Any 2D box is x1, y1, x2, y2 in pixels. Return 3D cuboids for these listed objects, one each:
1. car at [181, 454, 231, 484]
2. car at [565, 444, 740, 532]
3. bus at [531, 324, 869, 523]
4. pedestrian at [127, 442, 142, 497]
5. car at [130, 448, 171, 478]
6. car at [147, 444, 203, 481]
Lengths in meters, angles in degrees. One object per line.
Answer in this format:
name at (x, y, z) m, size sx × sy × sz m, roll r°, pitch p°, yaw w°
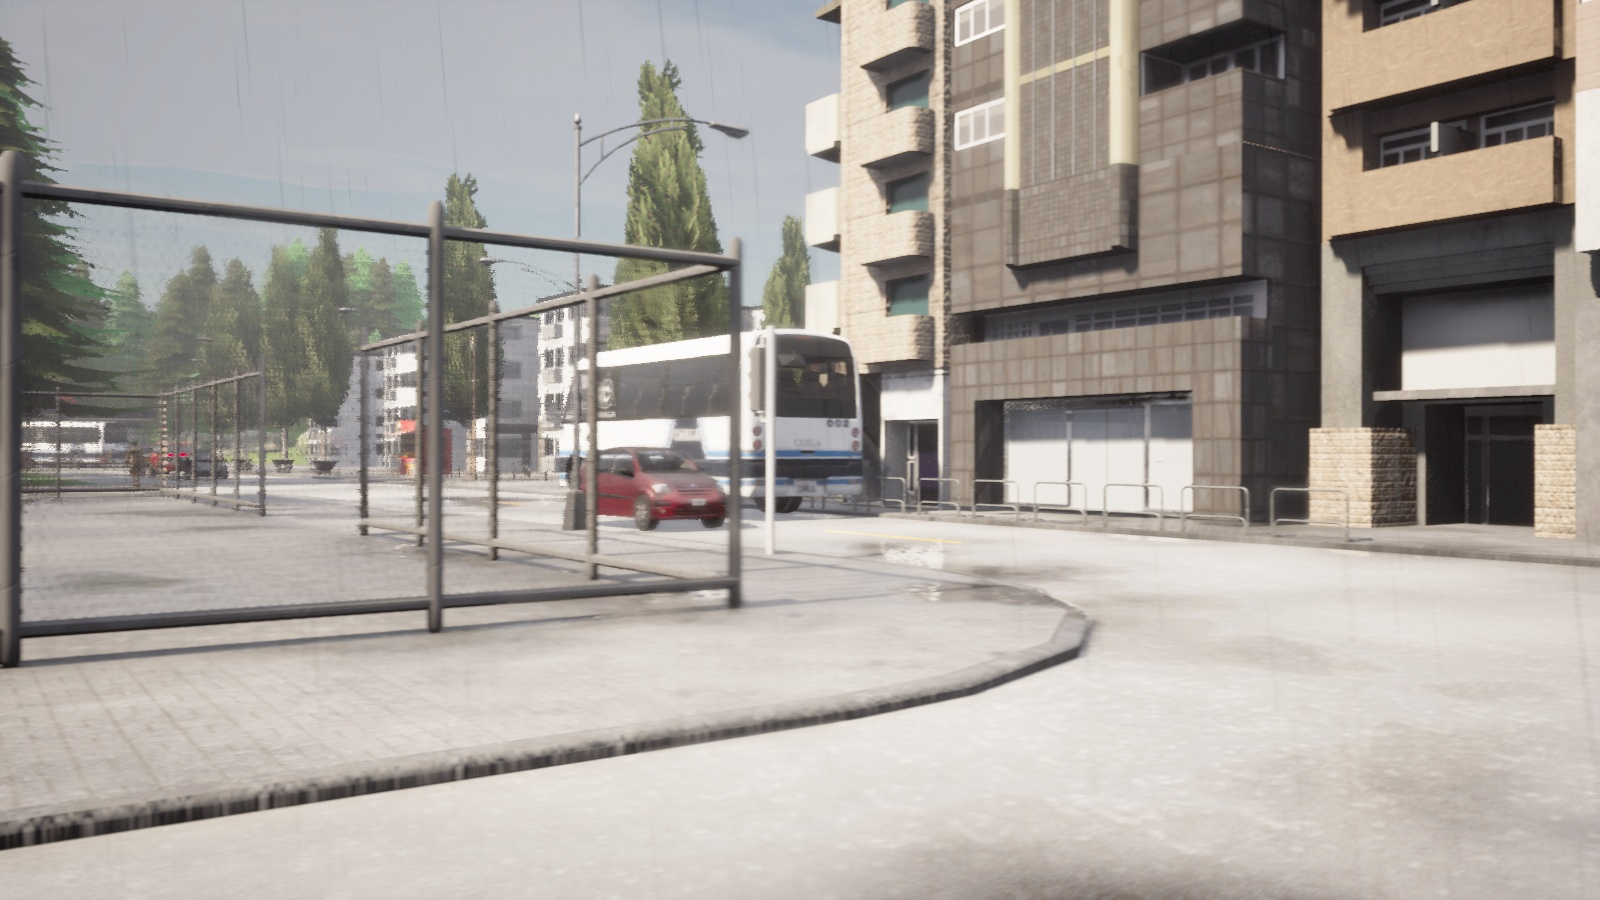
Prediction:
car at (-31.030, 0.978, 65.570) m, size 1.845 × 1.501 × 3.633 m, roll 0°, pitch 0°, yaw -34°
car at (-3.050, 0.705, 25.331) m, size 1.851 × 1.617 × 3.988 m, roll 0°, pitch 0°, yaw -35°
bus at (-2.989, -0.554, 32.254) m, size 3.944 × 4.253 × 10.273 m, roll 0°, pitch 0°, yaw -35°
pedestrian at (-23.477, 0.670, 44.319) m, size 0.396 × 1.930 × 0.692 m, roll 0°, pitch 0°, yaw -35°
car at (-42.343, 0.824, 81.841) m, size 1.905 × 1.878 × 3.866 m, roll 0°, pitch 0°, yaw -35°
car at (-36.684, 0.715, 73.677) m, size 2.150 × 2.045 × 5.566 m, roll 0°, pitch 0°, yaw -35°
